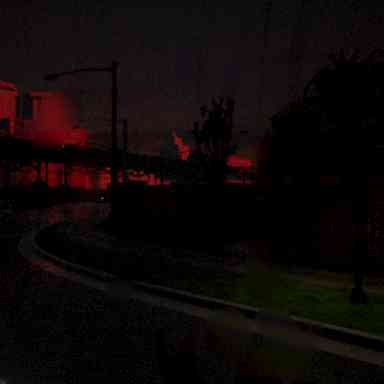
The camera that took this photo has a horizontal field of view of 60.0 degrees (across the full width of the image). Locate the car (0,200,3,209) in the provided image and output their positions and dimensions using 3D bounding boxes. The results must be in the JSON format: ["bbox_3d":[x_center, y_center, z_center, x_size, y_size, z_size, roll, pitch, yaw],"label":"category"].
[{"bbox_3d":[-20.293,1.156,38.281,1.812,1.442,4.674,1,1,37],"label":"car"}]

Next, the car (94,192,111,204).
[{"bbox_3d":[-12.112,0.829,49.106,2.097,1.767,4.553,1,1,37],"label":"car"}]

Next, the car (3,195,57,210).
[{"bbox_3d":[-17.318,1.144,36.383,2.128,1.511,4.902,0,1,37],"label":"car"}]
